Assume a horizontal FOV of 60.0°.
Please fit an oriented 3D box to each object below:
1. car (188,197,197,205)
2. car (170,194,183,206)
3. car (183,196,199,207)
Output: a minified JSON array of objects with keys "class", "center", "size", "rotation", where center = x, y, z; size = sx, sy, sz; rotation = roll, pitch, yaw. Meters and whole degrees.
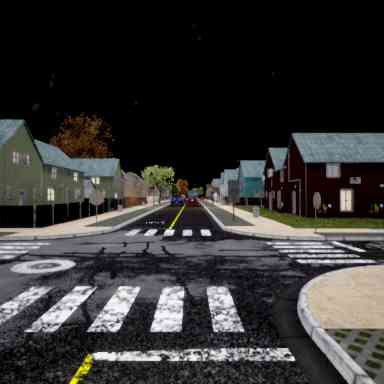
[{"class":"car","center":[0.072,1.769,66.654],"size":[1.812,1.442,4.674],"rotation":[0,0,0]},{"class":"car","center":[-2.684,1.423,60.796],"size":[2.150,2.045,5.566],"rotation":[0,0,0]},{"class":"car","center":[0.061,1.526,56.621],"size":[2.097,1.767,4.553],"rotation":[0,0,0]}]
